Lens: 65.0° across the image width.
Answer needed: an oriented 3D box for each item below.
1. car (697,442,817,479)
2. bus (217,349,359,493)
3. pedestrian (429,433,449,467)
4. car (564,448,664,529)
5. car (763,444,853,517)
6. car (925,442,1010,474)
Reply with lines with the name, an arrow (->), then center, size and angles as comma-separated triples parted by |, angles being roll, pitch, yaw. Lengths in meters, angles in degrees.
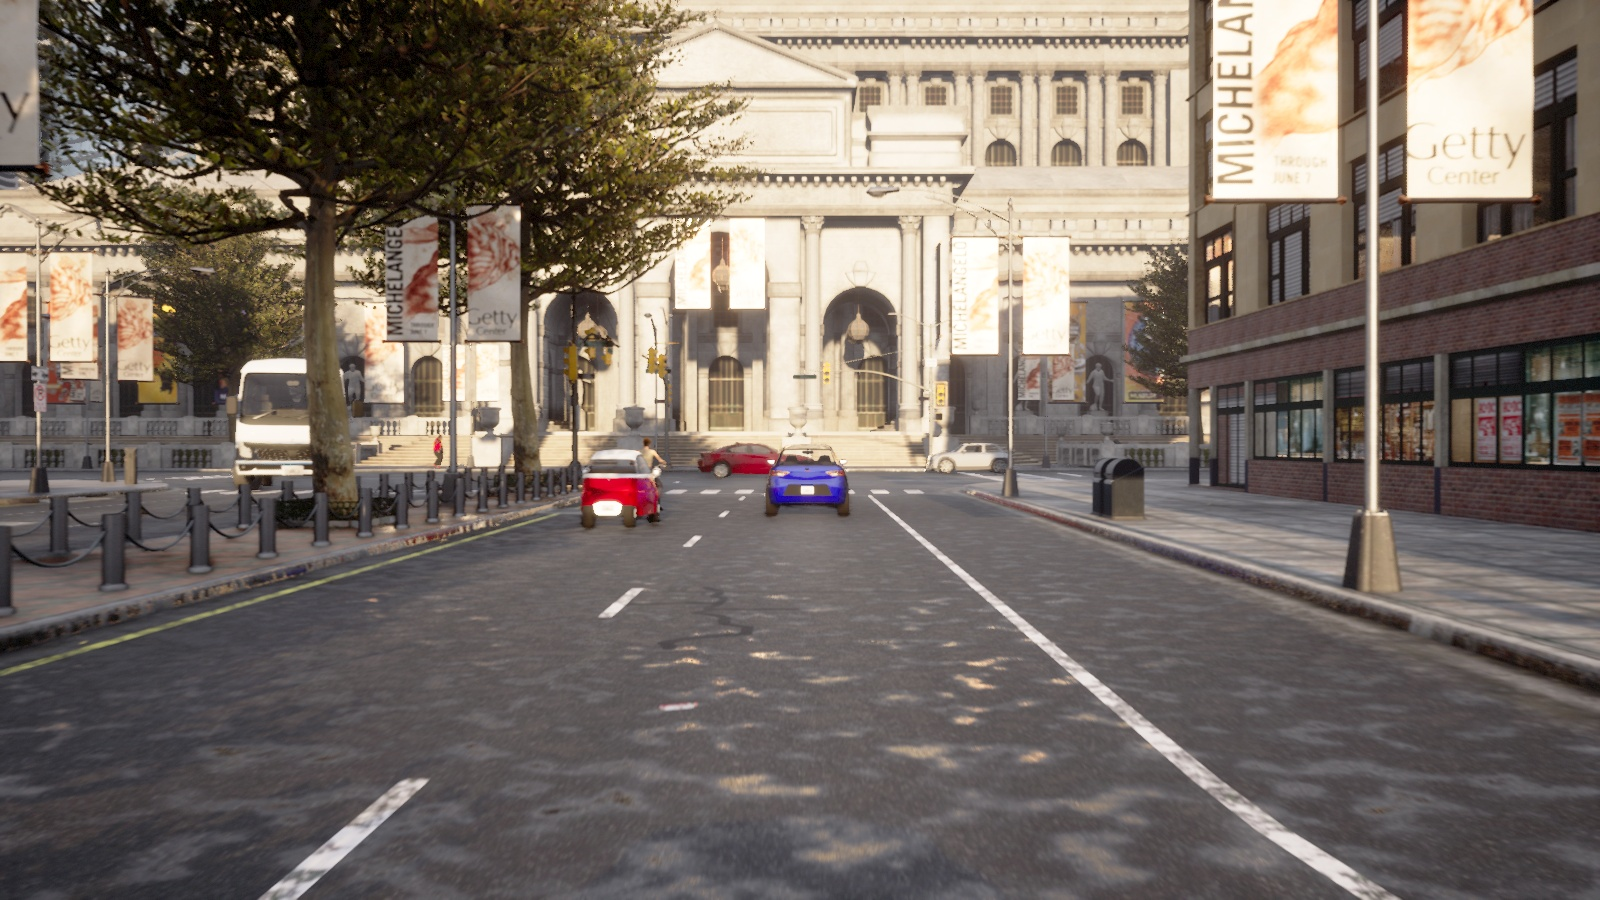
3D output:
car -> -1.772, 0.422, 53.402 | 5.008, 1.535, 1.882 | 0, 0, 1
bus -> -17.260, -0.885, 42.736 | 3.944, 4.253, 10.273 | 0, 0, -21
pedestrian -> -19.458, 0.006, 67.726 | 0.899, 1.844, 0.634 | 0, 0, 1
car -> -3.360, 0.669, 22.960 | 1.481, 1.376, 2.207 | 0, 1, 0
car -> 0.164, 0.606, 27.359 | 1.816, 1.474, 4.193 | 0, 0, 0
car -> 8.016, 0.379, 60.309 | 3.806, 1.475, 1.970 | 0, 0, 1
